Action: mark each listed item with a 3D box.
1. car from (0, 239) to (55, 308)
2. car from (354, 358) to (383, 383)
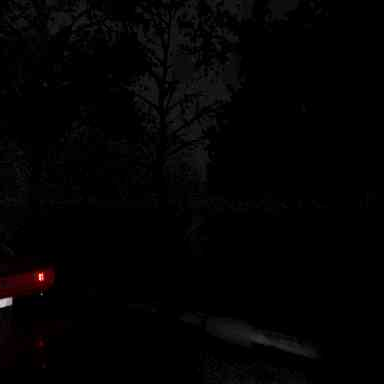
[{"bbox_3d":[-5.016,1.611,6.981,4.718,1.301,1.895,0,0,36],"label":"car"},{"bbox_3d":[3.139,1.504,1.139,4.892,1.490,1.837,0,0,35],"label":"car"}]
